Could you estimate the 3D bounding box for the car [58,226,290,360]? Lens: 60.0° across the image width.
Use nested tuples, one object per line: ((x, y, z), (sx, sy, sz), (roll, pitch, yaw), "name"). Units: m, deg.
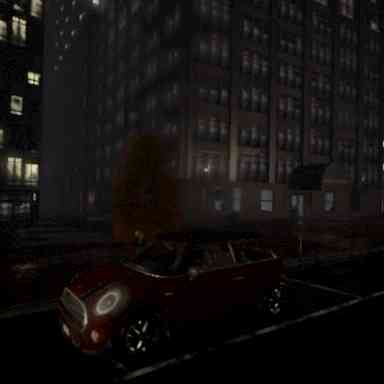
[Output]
((-0.169, 1.470, 5.937), (4.097, 1.590, 1.967), (1, 1, -35), "car")
